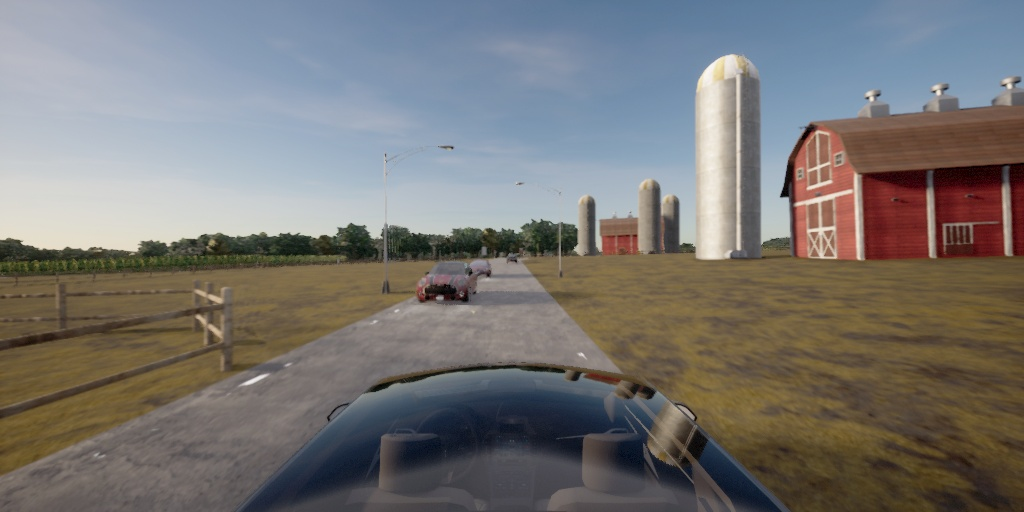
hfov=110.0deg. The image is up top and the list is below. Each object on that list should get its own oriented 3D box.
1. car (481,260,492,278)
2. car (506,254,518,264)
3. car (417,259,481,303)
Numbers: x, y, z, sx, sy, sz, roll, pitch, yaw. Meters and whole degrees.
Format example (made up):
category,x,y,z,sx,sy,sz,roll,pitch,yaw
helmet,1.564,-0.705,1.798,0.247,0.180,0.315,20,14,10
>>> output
category,x,y,z,sx,sy,sz,roll,pitch,yaw
car,-2.744,1.046,31.072,1.812,1.442,4.674,0,1,0
car,0.021,0.512,60.752,1.837,1.490,4.892,0,1,0
car,-2.790,1.040,16.249,2.097,1.767,4.553,0,0,0
